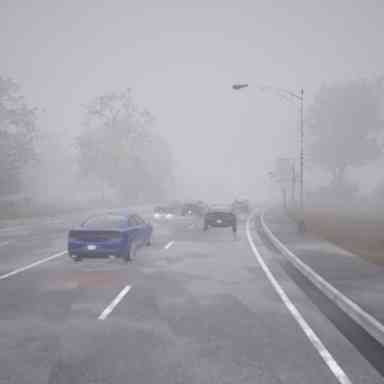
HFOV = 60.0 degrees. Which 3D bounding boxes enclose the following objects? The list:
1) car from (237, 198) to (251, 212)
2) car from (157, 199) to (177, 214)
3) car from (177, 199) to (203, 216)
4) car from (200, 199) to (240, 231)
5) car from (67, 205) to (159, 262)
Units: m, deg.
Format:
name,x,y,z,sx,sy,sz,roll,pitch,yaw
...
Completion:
name,x,y,z,sx,sy,sz,roll,pitch,yaw
car,5.747,1.478,38.626,2.128,1.511,4.902,0,0,15
car,-2.438,1.500,35.680,2.033,1.411,5.357,0,0,14
car,0.339,1.475,31.375,1.837,1.490,4.892,0,0,13
car,1.875,1.466,20.775,1.882,1.535,5.008,0,0,9
car,-2.715,1.457,12.149,1.882,1.535,5.008,0,0,5
